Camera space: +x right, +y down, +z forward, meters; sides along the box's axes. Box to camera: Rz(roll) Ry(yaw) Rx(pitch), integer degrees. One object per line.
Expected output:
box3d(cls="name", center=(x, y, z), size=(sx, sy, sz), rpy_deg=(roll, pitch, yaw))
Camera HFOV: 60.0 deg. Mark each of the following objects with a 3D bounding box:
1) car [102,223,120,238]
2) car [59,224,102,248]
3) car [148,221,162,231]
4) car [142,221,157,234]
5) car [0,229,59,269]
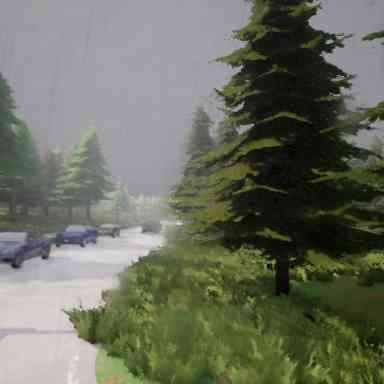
box3d(cls="car", center=(-8.559, 3.863, 33.908), size=(1.812, 1.442, 4.674), rpy_deg=(1, -4, -2))
box3d(cls="car", center=(-8.121, 3.030, 23.701), size=(1.882, 1.535, 5.008), rpy_deg=(1, -4, -3))
box3d(cls="car", center=(-5.806, 5.348, 52.828), size=(1.837, 1.490, 4.892), rpy_deg=(1, -4, -2))
box3d(cls="car", center=(-5.302, 4.558, 42.543), size=(1.837, 1.490, 4.892), rpy_deg=(1, -4, -2))
box3d(cls="car", center=(-7.723, 2.375, 14.566), size=(1.812, 1.442, 4.674), rpy_deg=(1, -4, -3))
